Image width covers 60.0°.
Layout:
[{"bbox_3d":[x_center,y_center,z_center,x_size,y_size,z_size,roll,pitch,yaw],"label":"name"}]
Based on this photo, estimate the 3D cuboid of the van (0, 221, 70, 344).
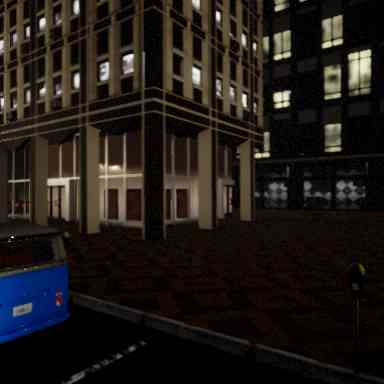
[{"bbox_3d":[-3.800,1.368,5.588,3.998,1.788,1.690,0,0,36],"label":"van"}]
